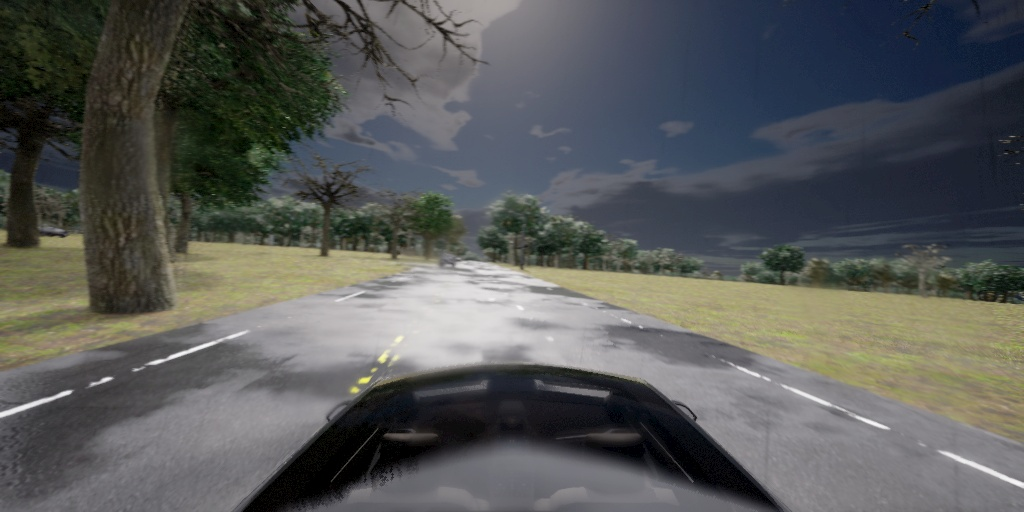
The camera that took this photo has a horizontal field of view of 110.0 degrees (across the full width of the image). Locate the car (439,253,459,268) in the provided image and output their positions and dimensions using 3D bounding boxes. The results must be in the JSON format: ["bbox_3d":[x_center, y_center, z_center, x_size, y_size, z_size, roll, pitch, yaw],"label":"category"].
[{"bbox_3d":[-9.361,0.651,52.200,2.150,2.045,5.566,4,-1,-7],"label":"car"}]
